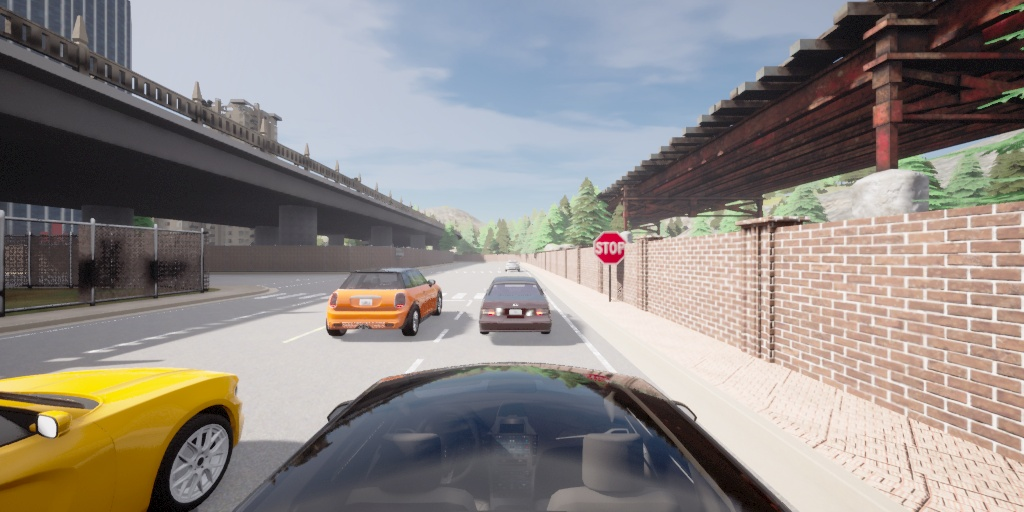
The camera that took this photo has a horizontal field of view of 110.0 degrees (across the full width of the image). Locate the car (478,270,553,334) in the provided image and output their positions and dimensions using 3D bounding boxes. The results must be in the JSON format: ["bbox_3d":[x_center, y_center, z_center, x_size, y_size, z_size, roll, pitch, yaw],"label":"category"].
[{"bbox_3d":[0.078,1.297,10.537,2.033,1.411,5.357,0,0,0],"label":"car"}]

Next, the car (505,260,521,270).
[{"bbox_3d":[0.068,1.276,46.367,1.812,1.442,4.674,0,0,-1],"label":"car"}]

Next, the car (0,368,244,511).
[{"bbox_3d":[-3.398,1.228,1.257,1.882,1.535,5.008,0,0,0],"label":"car"}]

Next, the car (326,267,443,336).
[{"bbox_3d":[-3.423,1.102,10.515,2.097,1.767,4.553,0,0,0],"label":"car"}]
